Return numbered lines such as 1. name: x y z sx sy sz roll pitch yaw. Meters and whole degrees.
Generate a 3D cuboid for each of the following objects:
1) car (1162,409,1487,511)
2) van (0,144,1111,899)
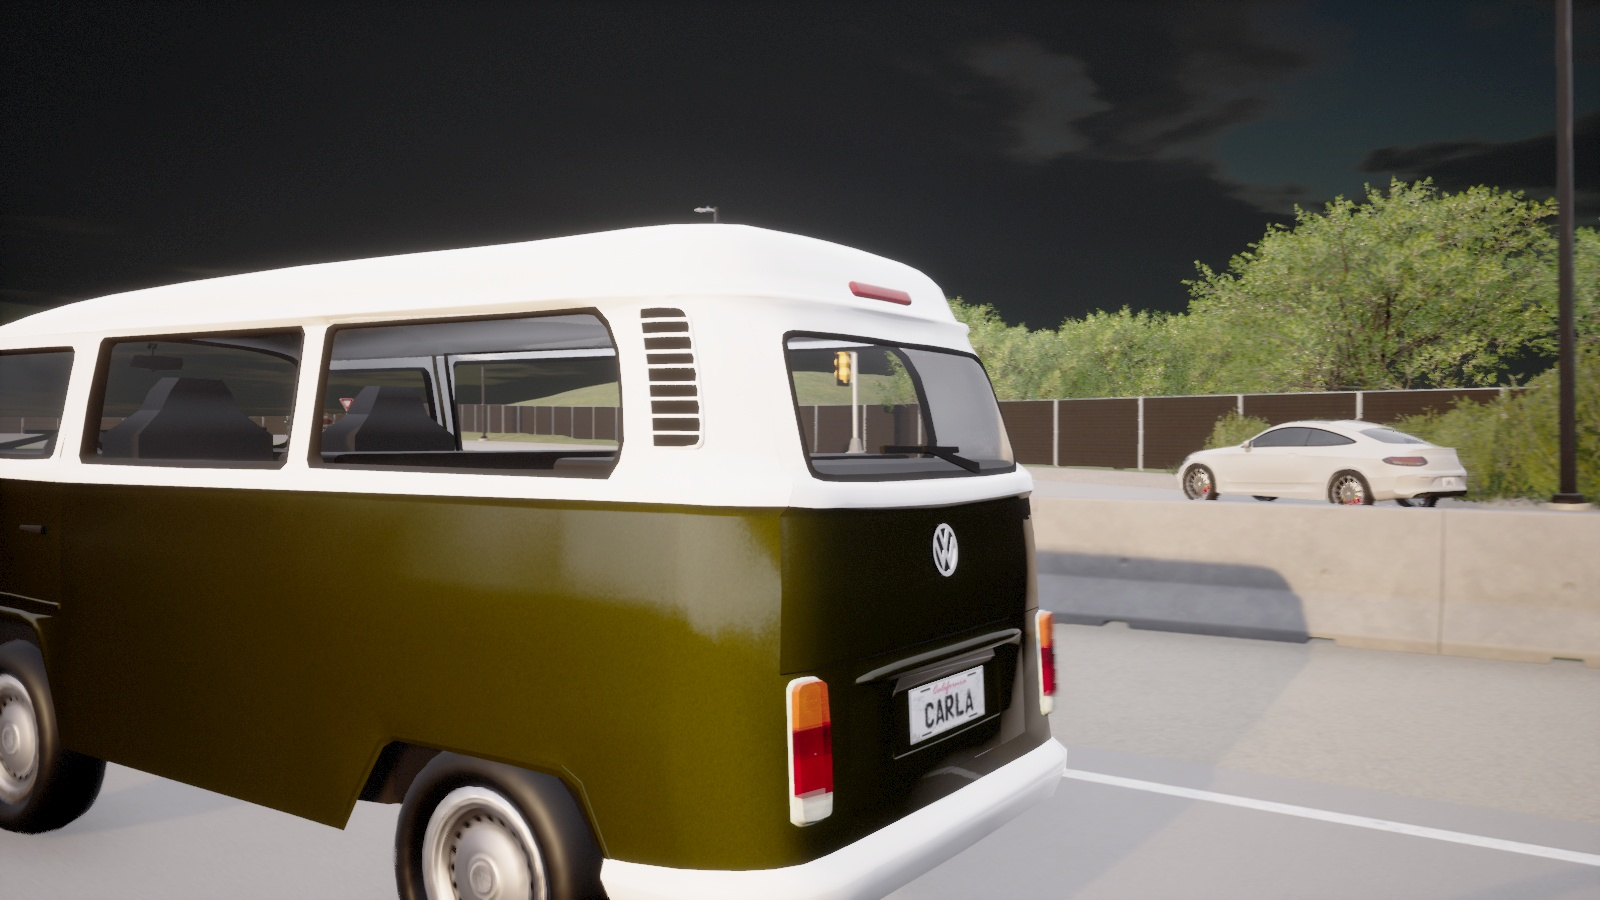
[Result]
1. car: 8.280 0.087 20.305 1.812 1.442 4.674 -2 2 -31
2. van: -1.408 0.407 4.554 4.480 2.038 2.069 0 1 34
